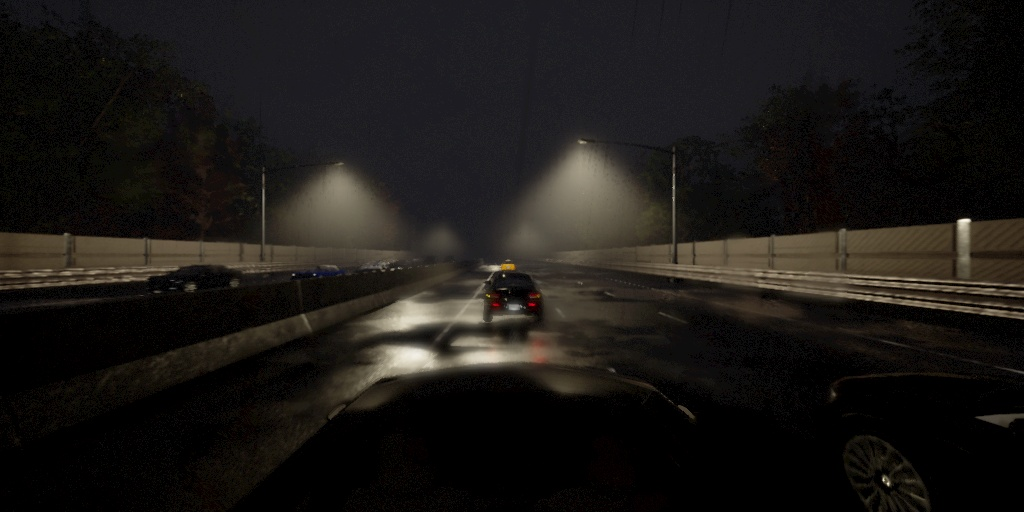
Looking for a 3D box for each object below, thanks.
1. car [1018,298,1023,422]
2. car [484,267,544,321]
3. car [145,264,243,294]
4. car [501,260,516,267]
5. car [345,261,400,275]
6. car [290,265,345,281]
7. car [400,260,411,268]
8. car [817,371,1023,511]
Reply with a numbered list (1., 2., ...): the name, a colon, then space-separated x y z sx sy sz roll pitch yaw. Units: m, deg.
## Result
1. car: 7.092 1.254 1.929 1.837 1.490 4.892 0 0 0
2. car: 0.050 1.280 12.350 1.812 1.442 4.674 0 0 0
3. car: -17.721 1.235 20.312 1.882 1.535 5.008 0 0 -1
4. car: -0.460 1.222 44.592 1.801 1.575 5.366 0 0 -1
5. car: -10.827 1.250 28.272 2.128 1.511 4.902 0 0 -1
6. car: -14.304 1.359 26.756 1.895 1.301 4.718 0 0 -1
7. car: -18.563 1.313 60.876 2.033 1.411 5.357 0 0 -1
8. car: 3.592 1.241 1.128 2.128 1.511 4.902 0 0 0
